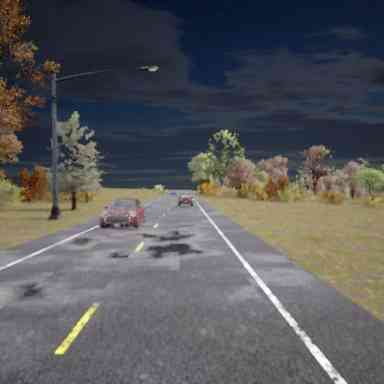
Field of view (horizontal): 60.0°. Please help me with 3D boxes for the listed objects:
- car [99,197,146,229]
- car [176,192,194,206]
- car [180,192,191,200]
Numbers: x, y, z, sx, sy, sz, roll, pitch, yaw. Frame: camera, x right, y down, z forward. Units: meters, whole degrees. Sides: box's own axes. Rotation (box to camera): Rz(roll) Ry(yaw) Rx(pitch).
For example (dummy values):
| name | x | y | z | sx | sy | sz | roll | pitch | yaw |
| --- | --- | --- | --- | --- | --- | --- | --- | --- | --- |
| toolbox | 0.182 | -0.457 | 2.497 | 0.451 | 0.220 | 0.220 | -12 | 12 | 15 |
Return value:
| name | x | y | z | sx | sy | sz | roll | pitch | yaw |
| --- | --- | --- | --- | --- | --- | --- | --- | --- | --- |
| car | -4.005 | 1.142 | 19.808 | 2.097 | 1.767 | 4.553 | -1 | 1 | -1 |
| car | -0.823 | 0.997 | 42.968 | 1.812 | 1.442 | 4.674 | -1 | 1 | -1 |
| car | -1.266 | 0.772 | 63.230 | 2.033 | 1.411 | 5.357 | -1 | 1 | -1 |
